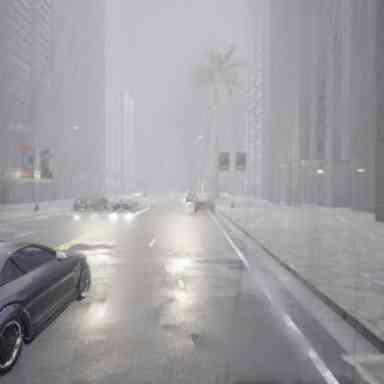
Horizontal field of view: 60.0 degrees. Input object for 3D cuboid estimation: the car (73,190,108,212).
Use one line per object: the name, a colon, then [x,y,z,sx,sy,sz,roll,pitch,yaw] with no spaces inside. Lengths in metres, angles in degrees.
car: [-9.834,0.847,32.880,2.150,2.045,5.566,0,1,0]

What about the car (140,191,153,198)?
car: [-9.739,0.512,73.519,1.994,1.385,4.181,0,1,0]

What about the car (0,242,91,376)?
car: [-3.149,1.499,5.448,1.994,1.385,4.181,0,1,0]

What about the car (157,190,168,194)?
car: [-6.489,0.314,73.546,2.097,1.767,4.553,0,1,0]

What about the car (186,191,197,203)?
car: [0.020,0.988,51.948,1.994,1.385,4.181,0,1,0]

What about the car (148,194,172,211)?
car: [-3.144,1.206,34.741,1.895,1.301,4.718,0,1,0]

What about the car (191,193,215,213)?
car: [1.143,1.121,31.308,1.882,1.535,5.008,0,1,0]

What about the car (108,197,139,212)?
car: [-6.585,1.224,33.102,1.895,1.301,4.718,0,1,0]
